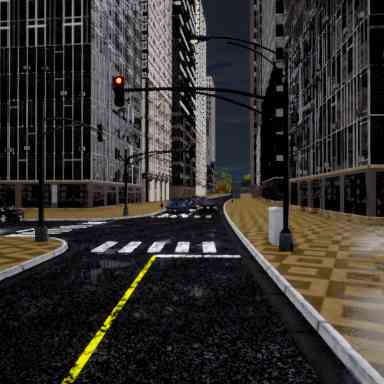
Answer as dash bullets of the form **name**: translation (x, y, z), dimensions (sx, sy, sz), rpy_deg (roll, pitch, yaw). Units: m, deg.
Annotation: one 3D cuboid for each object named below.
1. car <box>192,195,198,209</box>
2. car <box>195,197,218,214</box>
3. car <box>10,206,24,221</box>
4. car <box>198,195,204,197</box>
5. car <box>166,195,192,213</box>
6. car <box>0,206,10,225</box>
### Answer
- **car**: translation (-0.771, 1.315, 45.119), dimensions (2.097, 1.767, 4.553), rpy_deg (0, 0, 6)
- **car**: translation (1.655, 1.524, 34.341), dimensions (2.033, 1.411, 5.357), rpy_deg (0, 0, 3)
- **car**: translation (-16.426, 1.854, 28.068), dimensions (4.403, 1.369, 2.008), rpy_deg (-1, 1, 10)
- **car**: translation (0.320, 1.296, 55.290), dimensions (2.097, 1.767, 4.553), rpy_deg (0, 0, 7)
- **car**: translation (-1.546, 1.328, 36.185), dimensions (2.097, 1.767, 4.553), rpy_deg (0, 0, 5)
- **car**: translation (-15.347, 1.785, 22.015), dimensions (5.357, 1.411, 2.033), rpy_deg (-1, 0, 10)
